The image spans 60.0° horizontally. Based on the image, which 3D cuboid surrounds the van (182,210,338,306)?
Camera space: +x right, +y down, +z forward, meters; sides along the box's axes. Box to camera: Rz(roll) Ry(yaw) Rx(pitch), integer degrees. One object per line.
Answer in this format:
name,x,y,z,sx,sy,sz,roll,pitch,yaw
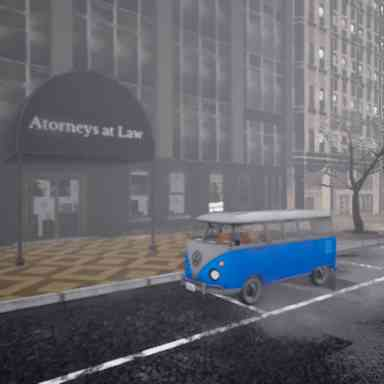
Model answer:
van,1.690,1.343,7.773,3.998,1.788,1.690,0,0,-36
